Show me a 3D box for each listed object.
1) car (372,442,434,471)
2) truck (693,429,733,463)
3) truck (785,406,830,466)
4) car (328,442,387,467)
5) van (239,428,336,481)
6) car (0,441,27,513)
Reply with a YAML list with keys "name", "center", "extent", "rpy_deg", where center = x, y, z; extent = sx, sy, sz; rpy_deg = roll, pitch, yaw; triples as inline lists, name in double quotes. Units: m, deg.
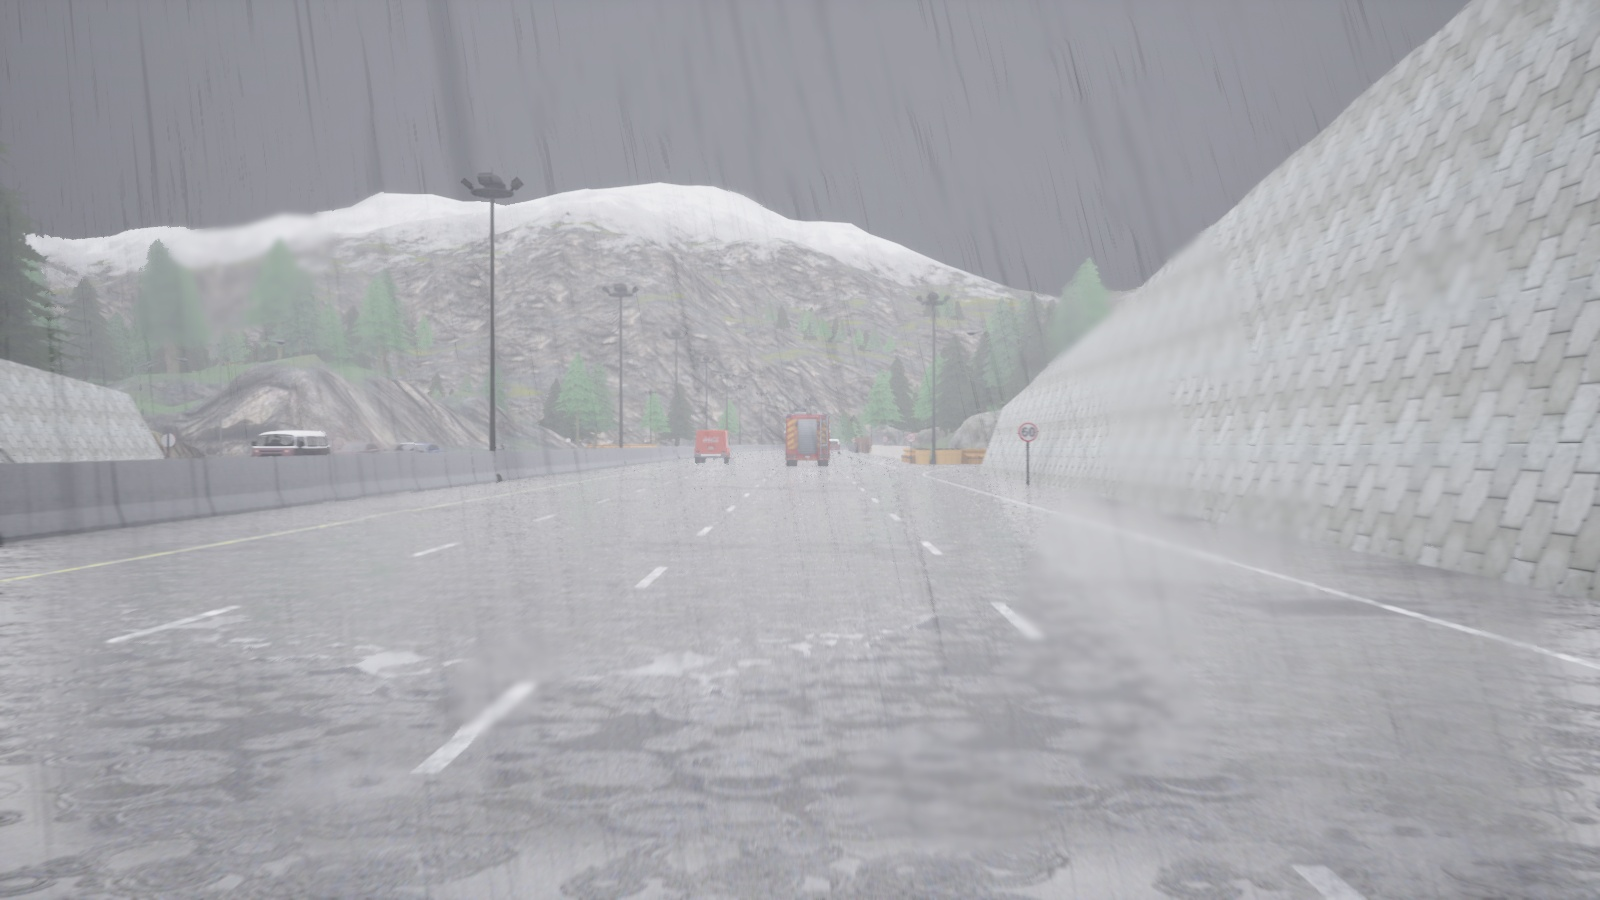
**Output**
- name: "car"
  center: [-20.611, 0.331, 65.339]
  extent: [1.970, 1.475, 3.806]
  rpy_deg: [0, 0, 0]
- name: "truck"
  center: [-6.448, -0.270, 93.807]
  extent: [2.627, 2.467, 5.204]
  rpy_deg: [0, 0, 0]
- name: "truck"
  center: [0.499, -0.888, 84.407]
  extent: [2.891, 3.827, 8.468]
  rpy_deg: [0, 0, 0]
- name: "car"
  center: [-27.537, 0.265, 78.368]
  extent: [1.882, 1.535, 5.008]
  rpy_deg: [0, 0, 0]
- name: "van"
  center: [-20.694, 0.172, 50.926]
  extent: [2.069, 2.038, 4.480]
  rpy_deg: [0, 0, 0]
- name: "car"
  center: [-17.344, 0.560, 24.667]
  extent: [1.970, 1.475, 3.806]
  rpy_deg: [0, 0, 0]
